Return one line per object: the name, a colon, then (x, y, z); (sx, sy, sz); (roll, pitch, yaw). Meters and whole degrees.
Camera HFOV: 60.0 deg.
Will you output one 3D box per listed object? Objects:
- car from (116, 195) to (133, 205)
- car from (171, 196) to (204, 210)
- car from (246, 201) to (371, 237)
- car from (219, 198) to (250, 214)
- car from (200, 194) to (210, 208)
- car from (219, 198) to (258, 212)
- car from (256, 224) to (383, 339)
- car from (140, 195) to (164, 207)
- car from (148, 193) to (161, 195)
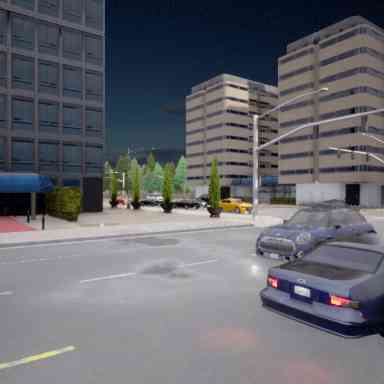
car: (-12.002, 1.352, 59.555); (2.097, 1.767, 4.553); (0, 0, -35)
car: (-0.893, 1.601, 43.619); (1.895, 1.301, 4.718); (0, 0, -35)
car: (4.309, 1.352, 11.384); (4.553, 1.767, 2.097); (0, 0, -36)
car: (4.467, 1.477, 35.964); (1.882, 1.535, 5.008); (0, 0, -35)
car: (0.254, 1.491, 48.083); (2.128, 1.511, 4.902); (0, 0, -35)
car: (5.566, 1.504, 40.497); (1.837, 1.490, 4.892); (0, 0, -35)
car: (3.719, 1.547, 6.473); (5.357, 1.411, 2.033); (0, 0, -35)
car: (-6.165, 1.601, 51.152); (1.895, 1.301, 4.718); (0, 0, -35)
car: (-5.810, 1.221, 56.766); (2.150, 2.045, 5.566); (0, 0, -34)
